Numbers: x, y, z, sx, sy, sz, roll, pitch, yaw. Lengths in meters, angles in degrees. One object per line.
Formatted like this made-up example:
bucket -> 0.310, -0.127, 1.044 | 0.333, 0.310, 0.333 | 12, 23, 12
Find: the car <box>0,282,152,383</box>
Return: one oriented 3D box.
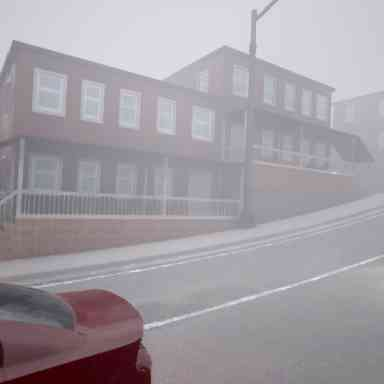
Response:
car -> -2.717, 1.467, 2.192 | 5.008, 1.535, 1.882 | 0, 0, -33
